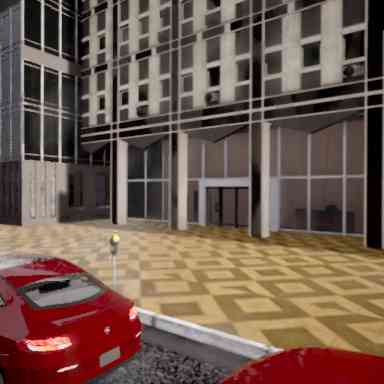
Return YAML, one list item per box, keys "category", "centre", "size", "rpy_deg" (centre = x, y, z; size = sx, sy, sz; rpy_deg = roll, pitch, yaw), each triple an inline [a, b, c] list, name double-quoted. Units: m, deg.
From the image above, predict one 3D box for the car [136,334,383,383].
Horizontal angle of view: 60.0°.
- category: "car"
  centre: [2.069, 1.550, 1.398]
  size: [4.507, 1.381, 1.887]
  rpy_deg: [0, 0, 35]

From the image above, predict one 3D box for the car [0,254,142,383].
- category: "car"
  centre: [-2.547, 1.557, 4.688]
  size: [4.206, 1.307, 1.802]
  rpy_deg: [0, 0, 35]
